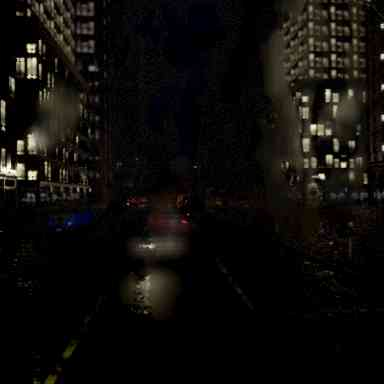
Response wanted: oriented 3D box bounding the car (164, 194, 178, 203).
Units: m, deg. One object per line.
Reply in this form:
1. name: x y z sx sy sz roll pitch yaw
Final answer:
1. car: -3.180 1.497 48.668 1.882 1.535 5.008 -1 0 -4

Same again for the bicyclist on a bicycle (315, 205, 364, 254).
1. bicyclist on a bicycle: 4.860 1.240 10.940 1.656 1.620 0.582 0 0 -4

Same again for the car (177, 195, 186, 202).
1. car: -2.395 1.523 75.106 1.752 1.417 4.829 0 0 -4

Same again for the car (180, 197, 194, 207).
1. car: -0.863 1.556 52.831 1.947 1.339 4.313 0 0 -4

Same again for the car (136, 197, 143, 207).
1. car: -9.222 1.670 52.256 1.802 1.307 4.206 0 0 -4

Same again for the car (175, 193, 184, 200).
1. car: -3.525 1.317 91.515 2.192 1.841 5.009 0 0 -4

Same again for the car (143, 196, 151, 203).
1. car: -10.743 1.677 74.361 1.802 1.307 4.206 0 0 -4

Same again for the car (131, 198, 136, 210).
1. car: -8.463 1.635 41.202 2.008 1.369 4.403 0 0 -4

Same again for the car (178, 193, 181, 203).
1. car: -0.485 1.304 47.305 2.192 1.841 5.009 0 0 -4

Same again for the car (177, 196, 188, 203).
1. car: -2.003 1.546 69.410 2.008 1.369 4.403 0 0 -4

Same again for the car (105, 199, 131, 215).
1. car: -8.083 1.648 35.677 1.947 1.339 4.313 0 0 -4

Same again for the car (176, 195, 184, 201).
1. car: -3.143 1.566 85.989 1.947 1.339 4.313 0 0 -4

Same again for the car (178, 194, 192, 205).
1. car: -1.244 1.307 58.358 2.192 1.841 5.009 0 0 -4

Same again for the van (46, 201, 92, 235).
1. van: -6.944 1.416 19.098 1.690 1.788 3.998 0 0 -4

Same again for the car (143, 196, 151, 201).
1. car: -11.503 1.680 85.413 1.802 1.307 4.206 0 0 -4

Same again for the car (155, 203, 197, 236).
1. car: -1.102 1.555 18.501 2.033 1.411 5.357 -1 0 -4

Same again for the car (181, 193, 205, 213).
1. car: 0.275 1.300 36.252 2.192 1.841 5.009 0 0 -4
